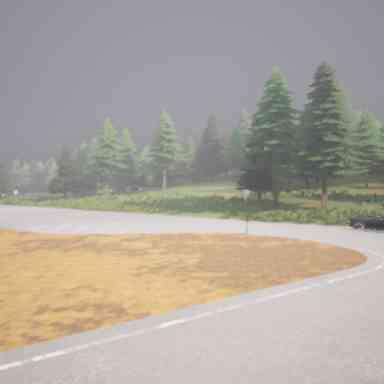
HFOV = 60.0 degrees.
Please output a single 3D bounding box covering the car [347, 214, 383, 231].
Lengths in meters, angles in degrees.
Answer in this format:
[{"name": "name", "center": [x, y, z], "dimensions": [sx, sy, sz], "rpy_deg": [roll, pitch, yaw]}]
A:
[{"name": "car", "center": [12.434, 1.879, 20.898], "dimensions": [4.718, 1.301, 1.895], "rpy_deg": [0, 0, 42]}]
